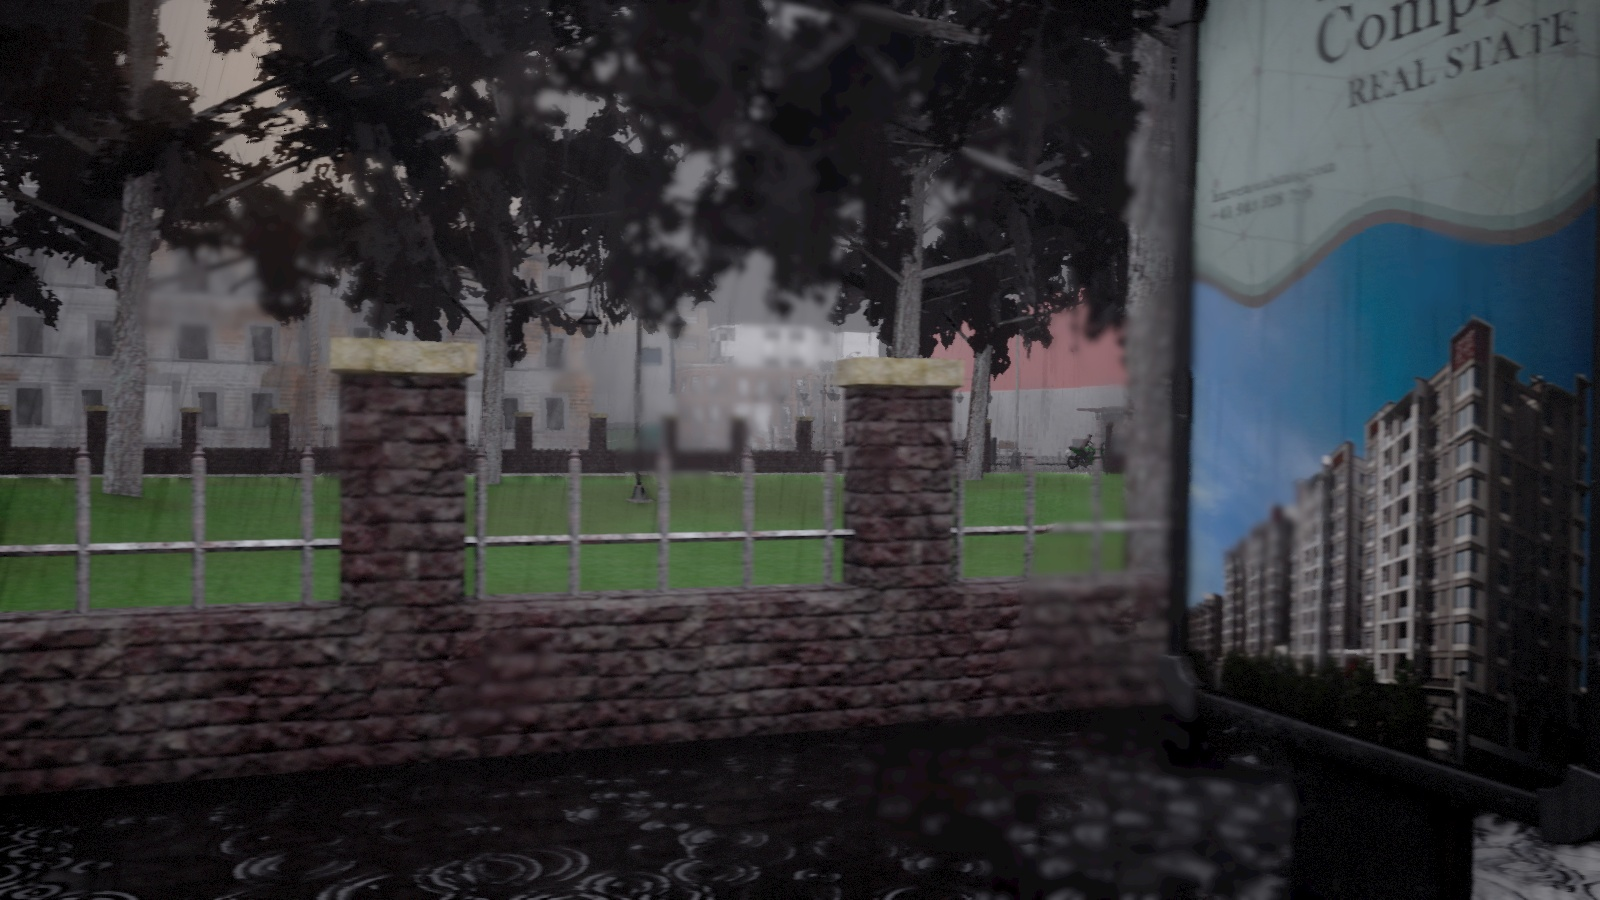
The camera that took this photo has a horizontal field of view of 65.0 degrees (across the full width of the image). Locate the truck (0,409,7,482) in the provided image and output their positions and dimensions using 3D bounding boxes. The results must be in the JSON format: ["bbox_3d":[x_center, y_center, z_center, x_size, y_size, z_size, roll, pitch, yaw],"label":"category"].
[{"bbox_3d":[-29.281,-0.054,41.054,5.204,2.467,2.627,-2,1,-21],"label":"truck"}]

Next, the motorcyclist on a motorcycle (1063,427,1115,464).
[{"bbox_3d":[12.090,-0.205,52.533,2.044,1.523,0.797,-1,1,-21],"label":"motorcyclist on a motorcycle"}]
